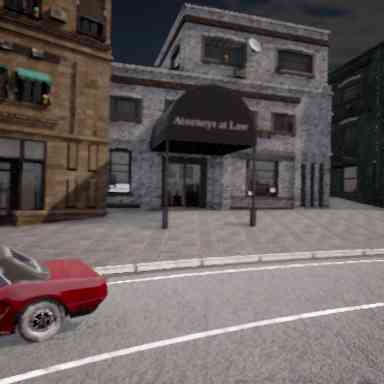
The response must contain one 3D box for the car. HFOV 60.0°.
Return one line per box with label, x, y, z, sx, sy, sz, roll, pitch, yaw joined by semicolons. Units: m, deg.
car;-3.806;1.551;4.907;4.718;1.301;1.895;0;0;-32
